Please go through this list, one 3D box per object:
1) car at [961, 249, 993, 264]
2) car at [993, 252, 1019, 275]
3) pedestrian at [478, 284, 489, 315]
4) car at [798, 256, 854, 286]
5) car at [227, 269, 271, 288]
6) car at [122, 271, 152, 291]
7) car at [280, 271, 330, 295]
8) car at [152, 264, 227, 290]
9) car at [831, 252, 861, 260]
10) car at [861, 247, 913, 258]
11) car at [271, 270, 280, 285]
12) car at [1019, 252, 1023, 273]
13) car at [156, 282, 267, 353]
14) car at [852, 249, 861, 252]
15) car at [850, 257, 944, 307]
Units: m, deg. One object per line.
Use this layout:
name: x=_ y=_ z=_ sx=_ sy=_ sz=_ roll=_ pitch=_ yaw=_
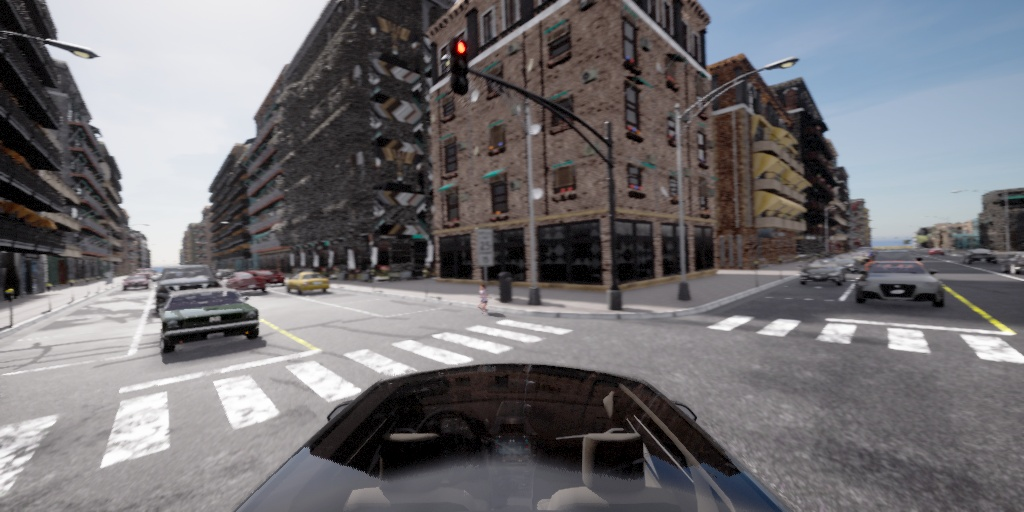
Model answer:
car: x=43.353 y=0.046 z=33.285 sx=4.403 sy=1.370 sz=2.007 roll=0 pitch=0 yaw=-44
car: x=31.039 y=0.388 z=21.440 sx=4.403 sy=1.370 sz=2.007 roll=0 pitch=0 yaw=-44
pedestrian: x=-0.931 y=1.405 z=11.938 sx=0.500 sy=1.100 sz=0.500 roll=-2 pitch=0 yaw=-44
car: x=17.015 y=0.808 z=19.575 sx=4.403 sy=1.370 sz=2.007 roll=0 pitch=0 yaw=-44
car: x=-18.289 y=1.811 z=24.620 sx=1.812 sy=1.442 sz=4.674 roll=-2 pitch=0 yaw=-44
car: x=-34.939 y=2.436 z=33.409 sx=1.802 sy=1.307 sz=4.207 roll=0 pitch=0 yaw=-44
car: x=-13.242 y=1.634 z=23.163 sx=1.751 sy=1.417 sz=4.829 roll=0 pitch=0 yaw=-44
car: x=-15.422 y=1.436 z=17.073 sx=2.150 sy=2.045 sz=5.566 roll=-2 pitch=0 yaw=-44
car: x=25.225 y=0.577 z=27.472 sx=4.403 sy=1.370 sz=2.007 roll=0 pitch=0 yaw=-44
car: x=21.017 y=0.489 z=19.806 sx=4.553 sy=1.767 sz=2.097 roll=-2 pitch=0 yaw=-44
car: x=-21.027 y=1.904 z=31.144 sx=1.888 sy=1.381 sz=4.507 roll=0 pitch=0 yaw=-44
car: x=26.935 y=0.535 z=17.491 sx=4.207 sy=1.307 sz=1.802 roll=0 pitch=0 yaw=-44
car: x=-8.516 y=1.606 z=10.002 sx=1.895 sy=1.301 sz=4.718 roll=-2 pitch=0 yaw=-44
car: x=37.416 y=0.210 z=39.199 sx=4.829 sy=1.417 sz=1.751 roll=0 pitch=0 yaw=-44
car: x=13.675 y=0.909 z=12.780 sx=4.181 sy=1.385 sz=1.994 roll=-2 pitch=0 yaw=-44
